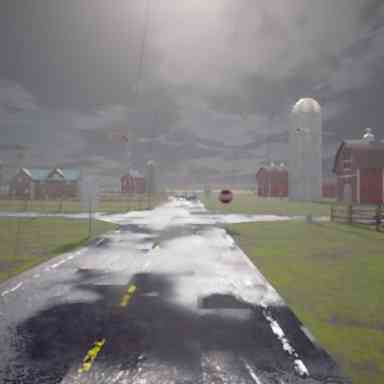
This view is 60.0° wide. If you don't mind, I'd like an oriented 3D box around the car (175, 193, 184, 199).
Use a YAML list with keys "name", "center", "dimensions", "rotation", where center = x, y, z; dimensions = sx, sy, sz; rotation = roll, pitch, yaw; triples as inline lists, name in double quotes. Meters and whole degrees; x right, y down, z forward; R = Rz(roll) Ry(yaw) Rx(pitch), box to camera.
- name: "car"
  center: [-2.973, 0.877, 80.649]
  dimensions: [1.882, 1.535, 5.008]
  rotation: [0, 0, -2]

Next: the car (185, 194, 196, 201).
- name: "car"
  center: [-0.035, 1.301, 76.529]
  dimensions: [1.837, 1.490, 4.892]
  rotation: [0, 0, -2]

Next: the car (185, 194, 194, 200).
- name: "car"
  center: [-0.698, 1.297, 86.659]
  dimensions: [1.994, 1.385, 4.181]
  rotation: [0, 0, -6]
